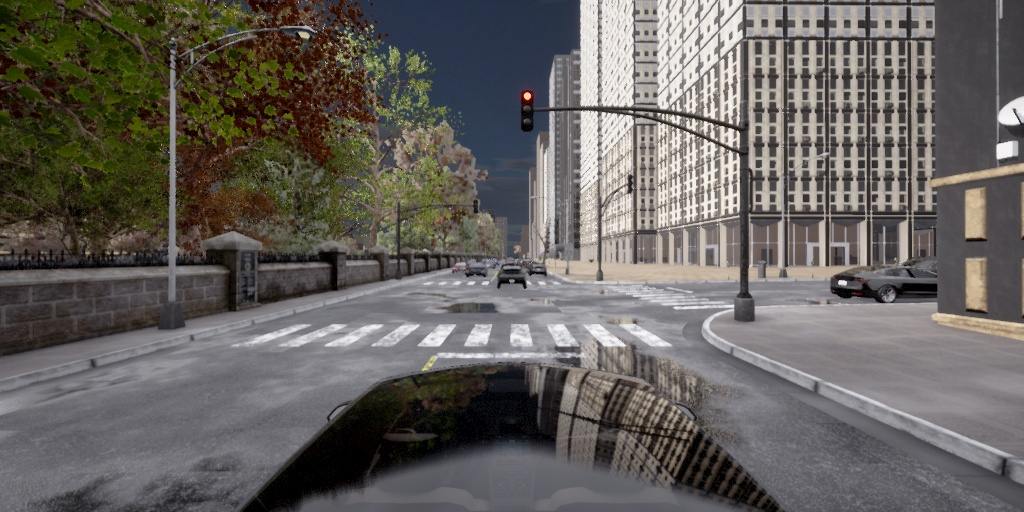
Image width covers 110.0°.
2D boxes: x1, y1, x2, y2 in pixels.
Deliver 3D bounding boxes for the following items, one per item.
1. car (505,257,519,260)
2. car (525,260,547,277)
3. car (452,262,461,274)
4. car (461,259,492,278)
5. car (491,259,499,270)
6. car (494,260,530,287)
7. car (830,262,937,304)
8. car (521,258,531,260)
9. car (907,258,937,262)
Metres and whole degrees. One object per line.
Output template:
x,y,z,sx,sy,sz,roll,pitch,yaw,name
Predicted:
-0.326,1.271,64.218,2.128,1.511,4.902,0,0,0,car
2.512,1.323,36.147,1.948,1.339,4.313,0,0,0,car
-5.898,1.342,41.735,1.802,1.307,4.207,0,0,0,car
-3.266,1.303,34.174,2.033,1.411,5.357,0,0,0,car
-3.345,1.259,51.727,2.128,1.511,4.902,0,0,0,car
-0.015,1.258,24.222,1.837,1.490,4.892,0,0,0,car
14.627,1.024,13.628,4.313,1.339,1.948,0,0,-1,car
2.453,1.330,47.412,1.948,1.339,4.313,0,0,0,car
22.792,0.846,19.508,4.892,1.490,1.837,-1,0,-1,car
